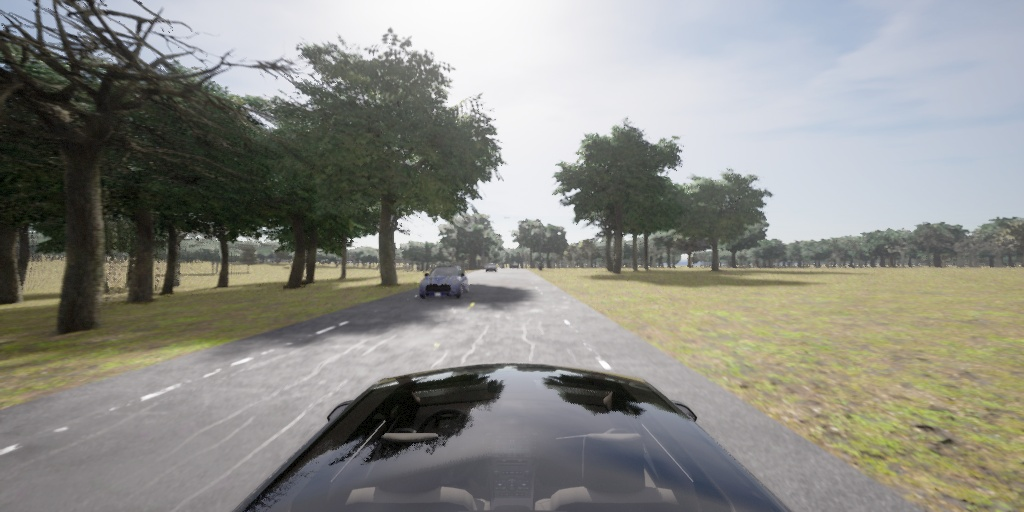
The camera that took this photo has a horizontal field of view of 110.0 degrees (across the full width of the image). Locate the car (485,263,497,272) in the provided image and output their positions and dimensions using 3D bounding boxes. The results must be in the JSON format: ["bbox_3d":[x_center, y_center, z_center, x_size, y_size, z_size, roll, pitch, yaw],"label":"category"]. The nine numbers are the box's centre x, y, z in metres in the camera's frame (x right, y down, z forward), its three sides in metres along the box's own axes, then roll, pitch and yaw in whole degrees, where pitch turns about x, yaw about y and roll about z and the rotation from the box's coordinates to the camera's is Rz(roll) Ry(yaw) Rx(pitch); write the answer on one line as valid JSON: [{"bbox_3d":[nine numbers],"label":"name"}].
[{"bbox_3d":[-3.541,1.980,60.789,1.837,1.490,4.892,0,-1,1],"label":"car"}]

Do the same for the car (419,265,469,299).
[{"bbox_3d":[-3.599,1.300,19.647,2.097,1.767,4.553,0,-1,0],"label":"car"}]
